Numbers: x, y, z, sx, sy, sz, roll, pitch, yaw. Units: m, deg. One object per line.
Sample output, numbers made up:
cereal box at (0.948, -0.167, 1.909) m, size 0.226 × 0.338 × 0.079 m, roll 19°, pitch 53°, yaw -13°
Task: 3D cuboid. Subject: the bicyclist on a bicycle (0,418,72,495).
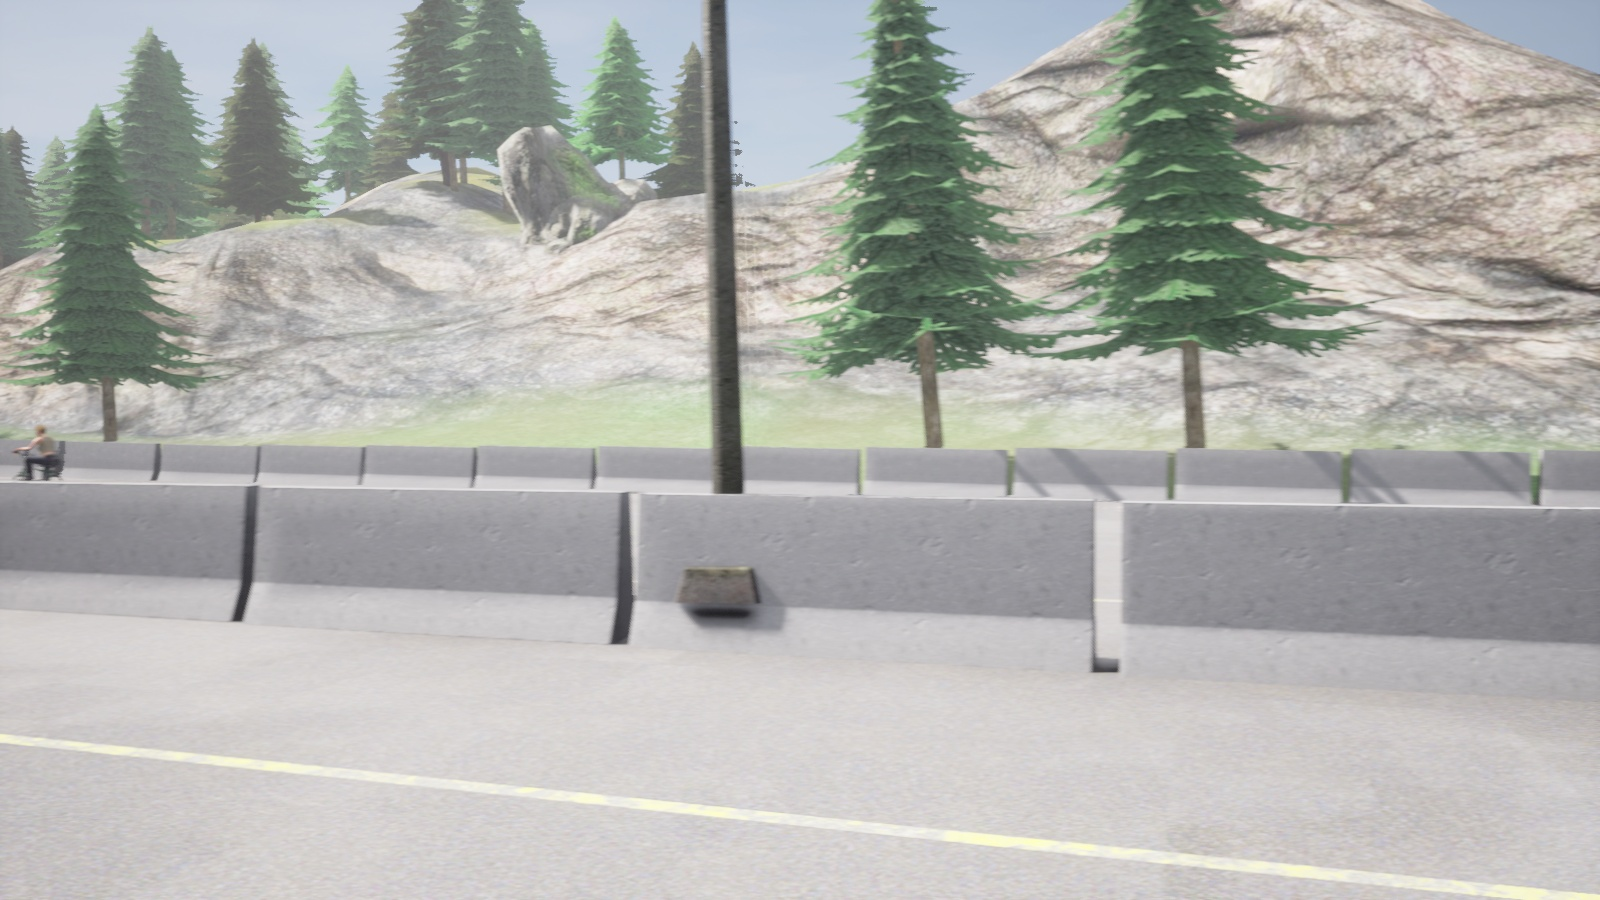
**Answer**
bicyclist on a bicycle at (-16.770, 0.119, 27.298) m, size 1.509 × 1.612 × 0.866 m, roll 1°, pitch 1°, yaw 18°
